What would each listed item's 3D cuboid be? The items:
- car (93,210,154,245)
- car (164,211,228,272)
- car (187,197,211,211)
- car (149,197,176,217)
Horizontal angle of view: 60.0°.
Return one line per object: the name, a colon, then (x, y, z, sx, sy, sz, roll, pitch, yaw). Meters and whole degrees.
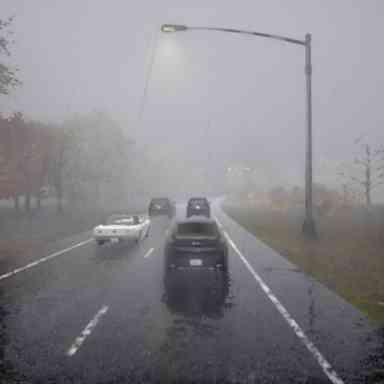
car: (-3.263, 1.763, 16.446, 1.895, 1.301, 4.718, 0, -1, 1)
car: (0.147, 1.617, 11.218, 1.837, 1.490, 4.892, 0, 0, 1)
car: (0.652, 1.539, 32.495, 2.150, 2.045, 5.566, 0, -1, 2)
car: (-2.849, 1.541, 32.526, 2.150, 2.045, 5.566, 0, -1, 2)
